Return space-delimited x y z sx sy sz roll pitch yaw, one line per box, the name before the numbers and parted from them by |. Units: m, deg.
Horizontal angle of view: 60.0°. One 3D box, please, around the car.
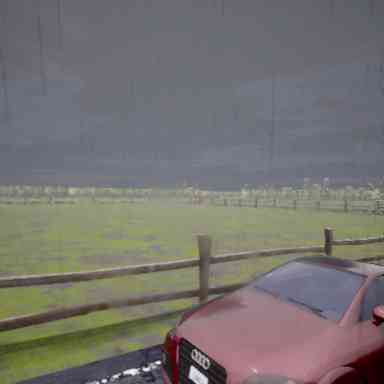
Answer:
car | 1.742 1.577 4.180 4.181 1.385 1.994 1 0 -33
